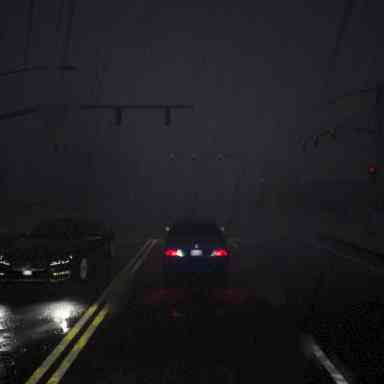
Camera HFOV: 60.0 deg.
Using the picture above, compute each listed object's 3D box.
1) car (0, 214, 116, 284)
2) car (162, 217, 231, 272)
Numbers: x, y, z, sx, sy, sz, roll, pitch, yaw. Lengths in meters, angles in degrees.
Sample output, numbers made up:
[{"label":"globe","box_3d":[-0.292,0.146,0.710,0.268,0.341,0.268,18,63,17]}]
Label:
[{"label":"car","box_3d":[-3.502,1.453,9.505,1.837,1.490,4.892,0,0,0]},{"label":"car","box_3d":[0.099,1.490,10.495,2.033,1.411,5.357,0,0,0]}]
